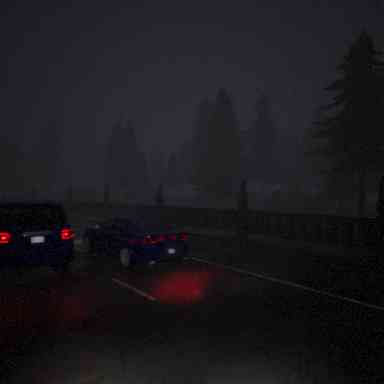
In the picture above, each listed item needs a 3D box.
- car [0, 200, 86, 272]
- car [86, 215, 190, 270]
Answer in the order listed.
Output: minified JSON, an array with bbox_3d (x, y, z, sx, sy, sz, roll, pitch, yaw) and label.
[{"bbox_3d":[-5.421,1.235,10.097,2.150,2.045,5.566,1,-1,-39],"label":"car"},{"bbox_3d":[-2.134,1.546,11.536,1.882,1.535,5.008,1,-1,-39],"label":"car"}]
